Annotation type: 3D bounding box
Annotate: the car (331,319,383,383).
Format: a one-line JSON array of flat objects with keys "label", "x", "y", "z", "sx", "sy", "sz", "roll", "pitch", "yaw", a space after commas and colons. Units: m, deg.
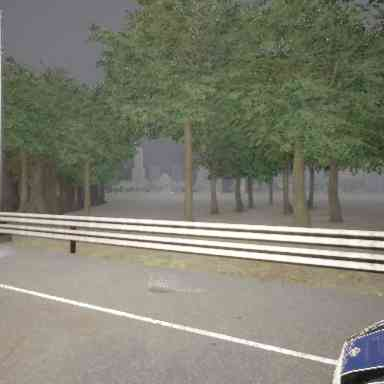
[{"label": "car", "x": 3.127, "y": 1.352, "z": 1.741, "sx": 4.553, "sy": 1.767, "sz": 2.097, "roll": 0, "pitch": 0, "yaw": 28}]
